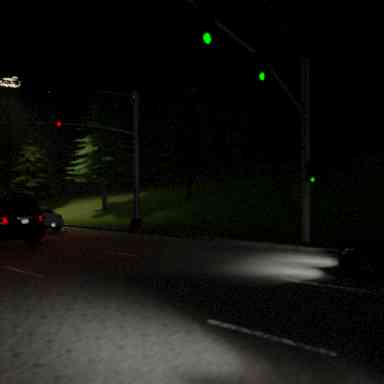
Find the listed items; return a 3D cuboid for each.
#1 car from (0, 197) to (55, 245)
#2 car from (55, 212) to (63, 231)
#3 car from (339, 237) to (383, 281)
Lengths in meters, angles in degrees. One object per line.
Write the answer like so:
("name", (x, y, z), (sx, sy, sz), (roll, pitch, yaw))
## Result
("car", (-8.657, 1.238, 14.467), (5.566, 2.045, 2.150), (0, 0, 35))
("car", (-9.351, 1.546, 19.245), (4.674, 1.442, 1.812), (0, 0, 35))
("car", (6.166, 1.525, 8.193), (4.674, 1.442, 1.812), (0, 0, 36))
